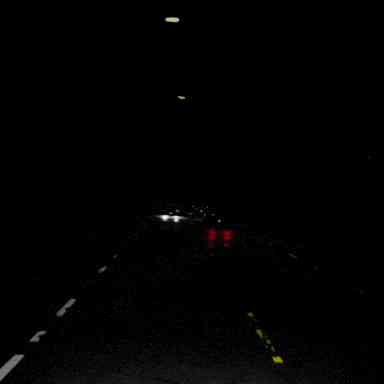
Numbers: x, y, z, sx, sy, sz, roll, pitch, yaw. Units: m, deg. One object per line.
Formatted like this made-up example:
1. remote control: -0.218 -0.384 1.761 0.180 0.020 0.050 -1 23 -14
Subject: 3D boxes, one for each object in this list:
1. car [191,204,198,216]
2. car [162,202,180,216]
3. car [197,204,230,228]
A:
1. car: 1.036 2.168 40.365 1.994 1.385 4.181 4 -1 -3
2. car: -2.372 1.899 37.803 2.033 1.411 5.357 4 -1 -4
3. car: 1.881 1.940 26.646 2.128 1.511 4.902 4 -1 -3
